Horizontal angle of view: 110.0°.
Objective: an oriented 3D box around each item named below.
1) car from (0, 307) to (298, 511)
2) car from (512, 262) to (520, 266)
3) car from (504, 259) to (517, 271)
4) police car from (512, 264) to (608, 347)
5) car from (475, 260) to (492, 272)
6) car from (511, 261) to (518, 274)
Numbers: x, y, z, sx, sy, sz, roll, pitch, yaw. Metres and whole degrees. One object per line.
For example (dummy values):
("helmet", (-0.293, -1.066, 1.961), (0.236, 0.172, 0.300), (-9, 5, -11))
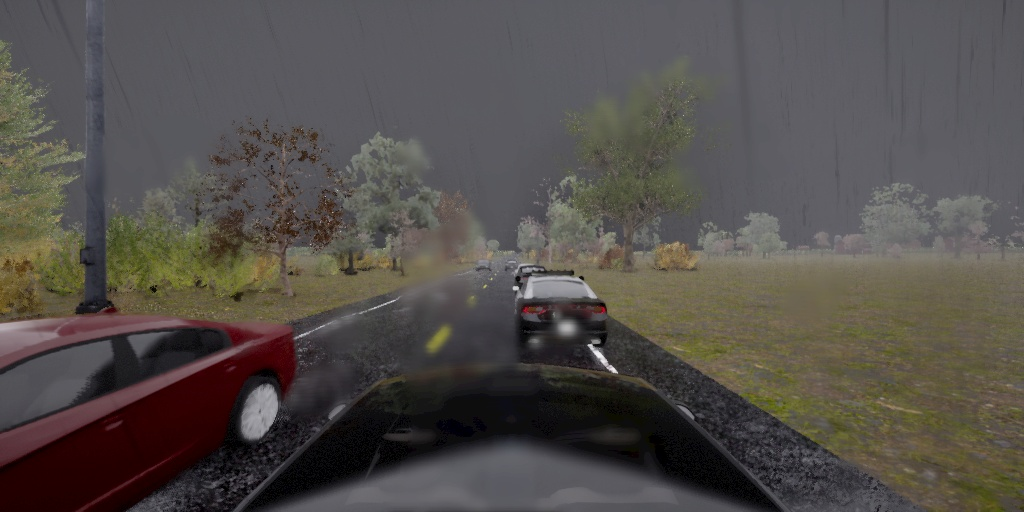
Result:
("car", (-3.600, 1.227, 2.378), (1.882, 1.535, 5.008), (0, 0, 0))
("car", (1.050, 1.247, 19.321), (1.837, 1.490, 4.892), (0, 0, 0))
("car", (0.036, 1.235, 47.434), (1.812, 1.442, 4.674), (0, 0, 1))
("police car", (1.050, 1.172, 9.430), (1.930, 1.638, 5.238), (0, 0, 0))
("car", (-3.594, 1.216, 46.025), (1.837, 1.490, 4.892), (0, 0, 0))
("car", (1.050, 1.263, 25.322), (1.812, 1.442, 4.674), (0, 0, 0))
